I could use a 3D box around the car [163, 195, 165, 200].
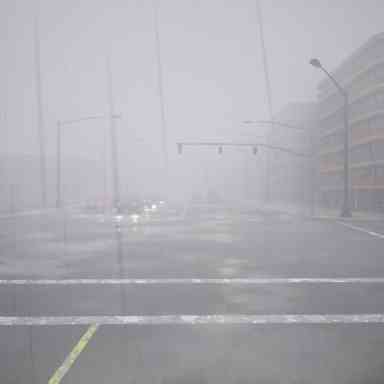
[{"bbox_3d":[-6.208,1.012,62.756,1.895,1.301,4.718,0,1,1],"label":"car"}]

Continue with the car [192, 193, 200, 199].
[{"bbox_3d":[0.886,0.792,76.127,1.895,1.301,4.718,0,1,0],"label":"car"}]

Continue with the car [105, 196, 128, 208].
[{"bbox_3d":[-9.808,1.314,43.449,1.994,1.385,4.181,0,1,0],"label":"car"}]

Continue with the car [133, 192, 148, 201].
[{"bbox_3d":[-9.702,0.896,63.144,2.128,1.511,4.902,0,1,1],"label":"car"}]

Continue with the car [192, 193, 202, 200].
[{"bbox_3d":[0.957,0.830,66.046,1.882,1.535,5.008,0,1,0],"label":"car"}]

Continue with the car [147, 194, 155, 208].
[{"bbox_3d":[-6.309,1.277,43.346,1.812,1.442,4.674,0,1,0],"label":"car"}]

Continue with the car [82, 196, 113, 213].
[{"bbox_3d":[-9.833,1.225,34.806,2.097,1.767,4.553,0,1,0],"label":"car"}]

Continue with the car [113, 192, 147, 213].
[{"bbox_3d":[-6.335,1.226,34.463,2.097,1.767,4.553,0,1,0],"label":"car"}]

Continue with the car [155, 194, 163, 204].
[{"bbox_3d":[-6.276,1.080,52.627,2.128,1.511,4.902,0,1,0],"label":"car"}]

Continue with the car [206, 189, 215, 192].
[{"bbox_3d":[4.387,0.425,75.867,2.150,2.045,5.566,0,1,0],"label":"car"}]

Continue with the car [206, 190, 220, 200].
[{"bbox_3d":[4.457,0.919,65.884,1.994,1.385,4.181,0,1,0],"label":"car"}]
